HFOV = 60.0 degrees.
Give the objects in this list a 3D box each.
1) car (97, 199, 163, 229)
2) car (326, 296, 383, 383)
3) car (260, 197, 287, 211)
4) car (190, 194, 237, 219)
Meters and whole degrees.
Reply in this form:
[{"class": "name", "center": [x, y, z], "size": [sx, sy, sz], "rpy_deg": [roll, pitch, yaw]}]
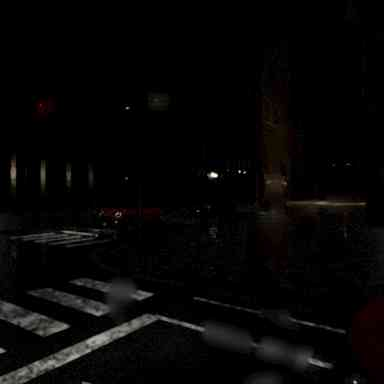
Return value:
[{"class": "car", "center": [-4.004, 1.383, 22.036], "size": [2.097, 1.767, 4.553], "rpy_deg": [0, 0, 35]}, {"class": "car", "center": [3.451, 1.221, 1.228], "size": [5.566, 2.045, 2.150], "rpy_deg": [0, 0, 36]}, {"class": "car", "center": [10.255, 1.415, 41.875], "size": [2.097, 1.767, 4.553], "rpy_deg": [0, 0, 36]}, {"class": "car", "center": [2.125, 1.261, 30.583], "size": [2.150, 2.045, 5.566], "rpy_deg": [0, 0, 36]}]
